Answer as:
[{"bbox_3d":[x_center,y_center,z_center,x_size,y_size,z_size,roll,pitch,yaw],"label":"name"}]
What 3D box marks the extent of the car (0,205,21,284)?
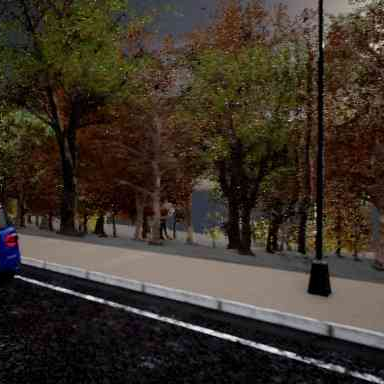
[{"bbox_3d":[-6.520,1.246,8.333,5.566,2.045,2.150,0,0,35],"label":"car"}]
